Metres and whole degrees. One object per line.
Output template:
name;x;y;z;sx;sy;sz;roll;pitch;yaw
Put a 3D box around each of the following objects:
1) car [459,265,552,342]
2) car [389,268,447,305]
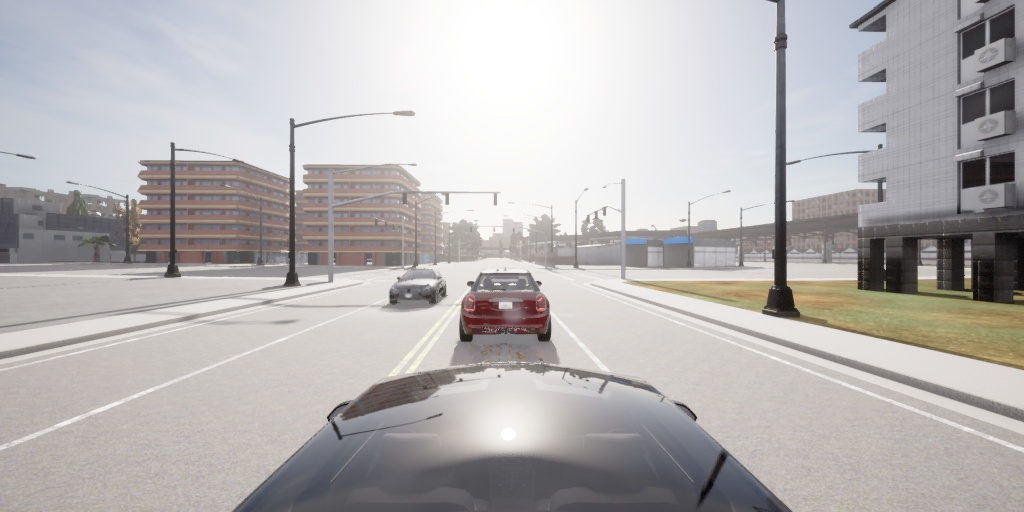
car;-0.203;1.102;9.981;2.097;1.767;4.553;0;0;-2
car;-4.059;1.275;16.159;1.812;1.442;4.674;0;0;-2
